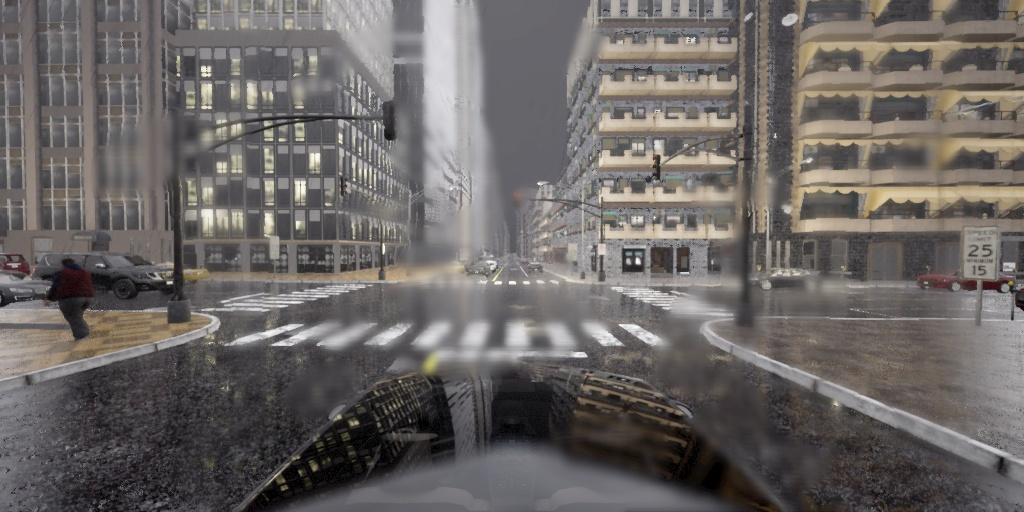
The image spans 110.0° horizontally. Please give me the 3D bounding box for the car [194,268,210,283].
[{"bbox_3d":[-21.666,1.029,22.345,4.829,1.417,1.751,0,0,1],"label":"car"}]

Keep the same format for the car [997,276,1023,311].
[{"bbox_3d":[21.716,1.576,13.390,4.313,1.339,1.948,0,0,1],"label":"car"}]

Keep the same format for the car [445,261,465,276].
[{"bbox_3d":[-5.691,1.265,36.493,1.751,1.417,4.829,0,0,0],"label":"car"}]

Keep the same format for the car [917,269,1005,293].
[{"bbox_3d":[27.375,1.462,21.691,4.507,1.381,1.888,0,0,1],"label":"car"}]

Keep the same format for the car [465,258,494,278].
[{"bbox_3d":[-3.095,1.245,34.698,1.837,1.490,4.892,0,0,0],"label":"car"}]

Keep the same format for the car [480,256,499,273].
[{"bbox_3d":[-3.096,0.960,44.398,2.150,2.045,5.566,0,0,0],"label":"car"}]

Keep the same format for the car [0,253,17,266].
[{"bbox_3d":[-33.613,0.712,22.549,5.009,1.841,2.192,0,0,1],"label":"car"}]

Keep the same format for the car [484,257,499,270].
[{"bbox_3d":[-3.087,1.088,54.541,2.097,1.767,4.553,0,0,0],"label":"car"}]

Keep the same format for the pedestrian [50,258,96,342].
[{"bbox_3d":[-9.318,0.892,7.630,0.375,1.860,0.375,-1,1,0],"label":"pedestrian"}]

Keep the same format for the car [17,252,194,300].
[{"bbox_3d":[-18.482,0.848,16.531,5.566,2.045,2.150,1,1,1],"label":"car"}]

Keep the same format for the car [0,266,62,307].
[{"bbox_3d":[-20.286,1.204,14.011,4.403,1.370,2.007,0,0,1],"label":"car"}]

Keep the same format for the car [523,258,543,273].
[{"bbox_3d":[2.690,1.289,42.317,2.007,1.370,4.403,0,0,0],"label":"car"}]

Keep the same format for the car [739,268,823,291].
[{"bbox_3d":[16.309,1.376,21.847,4.403,1.370,2.007,0,0,1],"label":"car"}]
